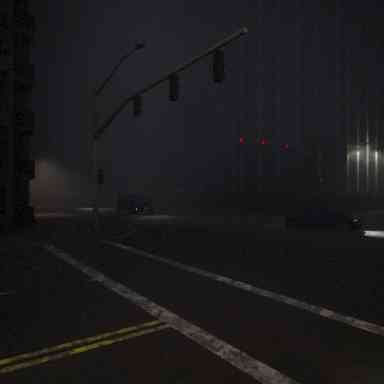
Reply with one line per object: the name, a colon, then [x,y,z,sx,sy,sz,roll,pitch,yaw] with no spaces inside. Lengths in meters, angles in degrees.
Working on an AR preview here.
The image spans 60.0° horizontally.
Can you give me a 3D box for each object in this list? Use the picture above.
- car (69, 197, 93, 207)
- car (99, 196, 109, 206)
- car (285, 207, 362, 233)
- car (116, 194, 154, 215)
car: [-17.258,1.497,50.517,2.128,1.511,4.902,0,0,-35]
car: [-15.039,1.478,53.628,1.882,1.535,5.008,0,0,-35]
car: [7.604,1.564,19.475,4.181,1.385,1.994,0,0,30]
car: [-5.966,1.221,34.232,2.150,2.045,5.566,0,0,-35]
